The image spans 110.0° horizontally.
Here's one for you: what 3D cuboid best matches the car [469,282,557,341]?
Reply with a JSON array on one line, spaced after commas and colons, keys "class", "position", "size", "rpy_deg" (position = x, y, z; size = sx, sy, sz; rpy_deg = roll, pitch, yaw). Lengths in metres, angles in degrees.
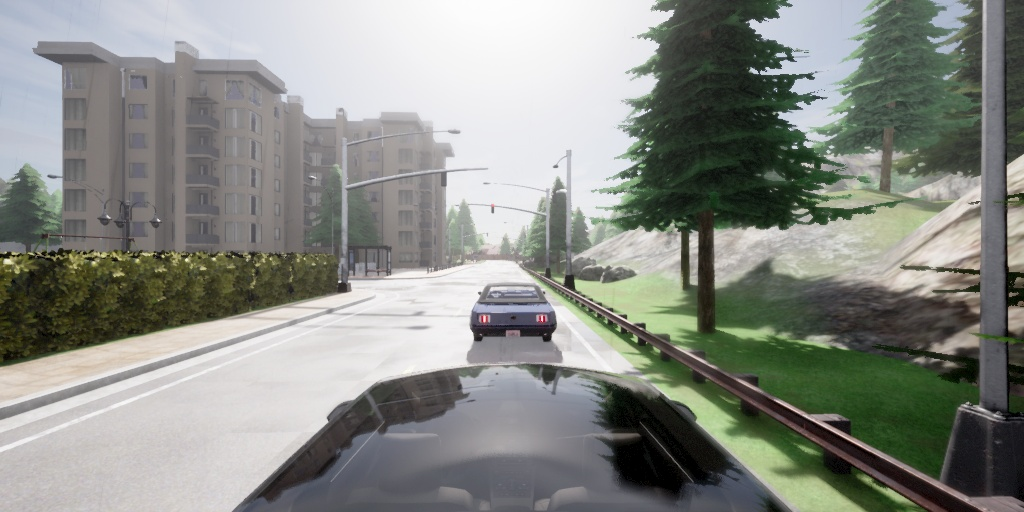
[{"class": "car", "position": [-0.004, 1.351, 9.782], "size": [1.895, 1.301, 4.718], "rpy_deg": [0, 0, -1]}]
